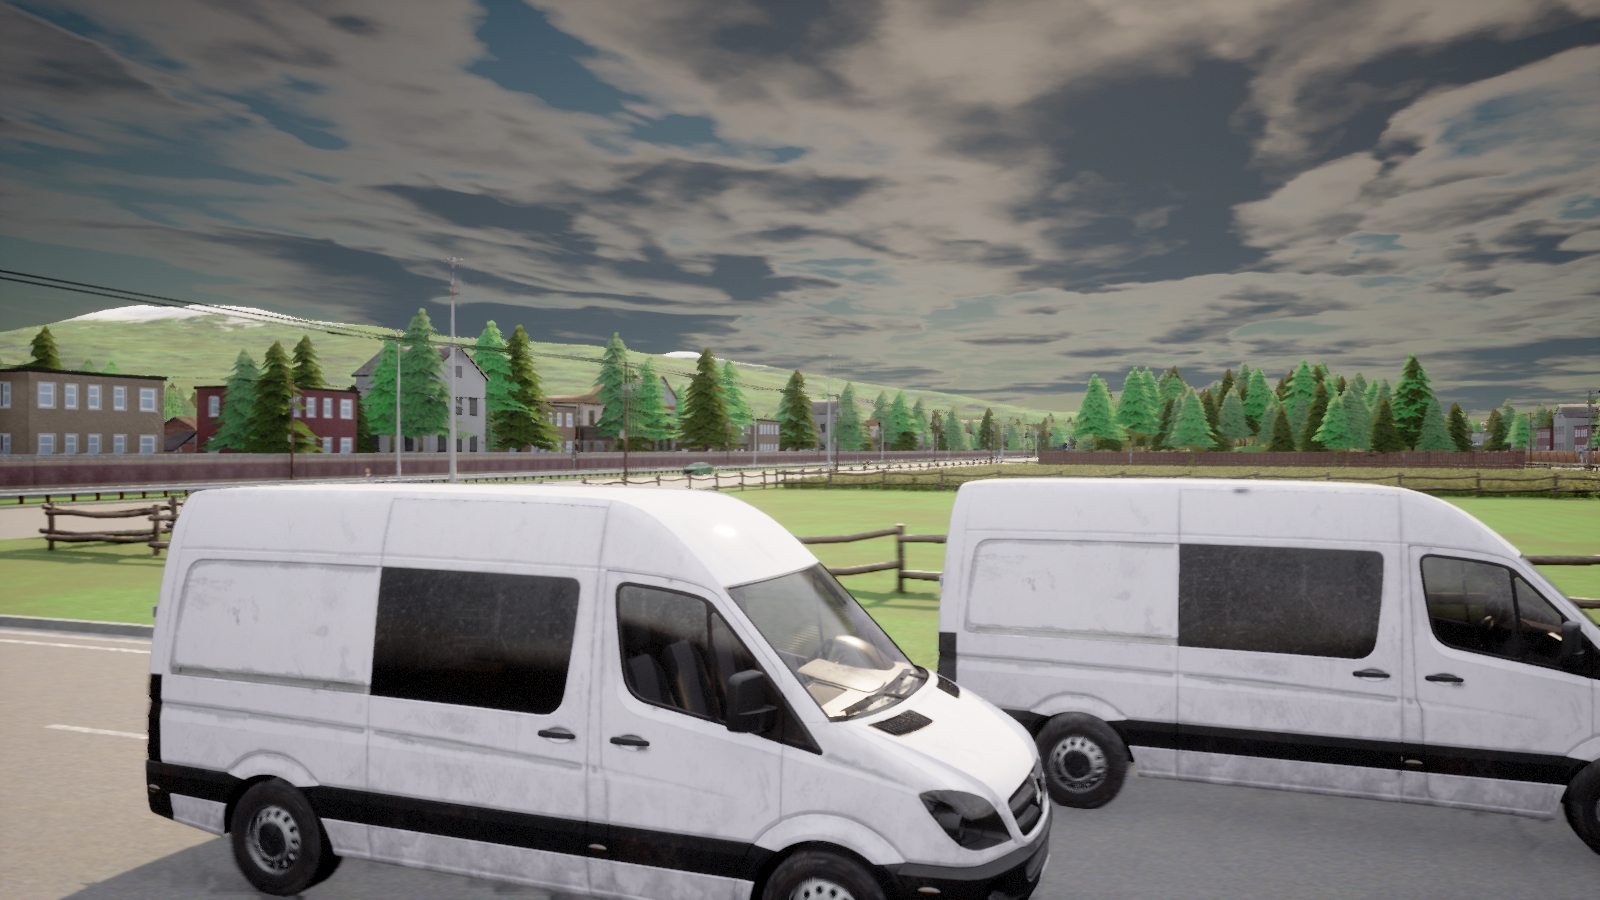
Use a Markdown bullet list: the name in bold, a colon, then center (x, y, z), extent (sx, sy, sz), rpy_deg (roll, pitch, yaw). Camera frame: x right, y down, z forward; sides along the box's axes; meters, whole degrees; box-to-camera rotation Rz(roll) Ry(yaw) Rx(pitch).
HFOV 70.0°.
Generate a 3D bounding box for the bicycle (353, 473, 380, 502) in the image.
- **bicycle**: center (-23.889, 2.056, 62.965), extent (0.373, 1.496, 1.643), rpy_deg (0, 0, 20)

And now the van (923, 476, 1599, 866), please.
- **van**: center (4.122, 1.534, 9.249), extent (5.915, 2.561, 1.988), rpy_deg (0, 0, 20)

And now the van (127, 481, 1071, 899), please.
- **van**: center (-1.358, 1.534, 7.516), extent (5.915, 2.561, 1.988), rpy_deg (0, 0, 20)
